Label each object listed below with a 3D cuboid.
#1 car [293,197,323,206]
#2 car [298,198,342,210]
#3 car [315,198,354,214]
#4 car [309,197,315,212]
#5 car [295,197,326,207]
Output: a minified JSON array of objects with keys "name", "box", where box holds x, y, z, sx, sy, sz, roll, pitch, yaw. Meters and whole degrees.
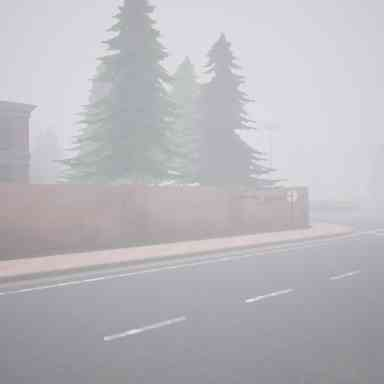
[{"name":"car","box":[19.157,1.564,55.070,1.994,1.385,4.181,0,0,-35]},{"name":"car","box":[17.373,1.547,45.473,2.033,1.411,5.357,0,0,-35]},{"name":"car","box":[14.833,1.547,36.600,2.033,1.411,5.357,0,0,-35]},{"name":"car","box":[10.572,1.505,36.562,1.837,1.490,4.892,0,0,-35]},{"name":"car","box":[17.998,1.563,50.649,1.994,1.385,4.181,0,0,-35]}]
